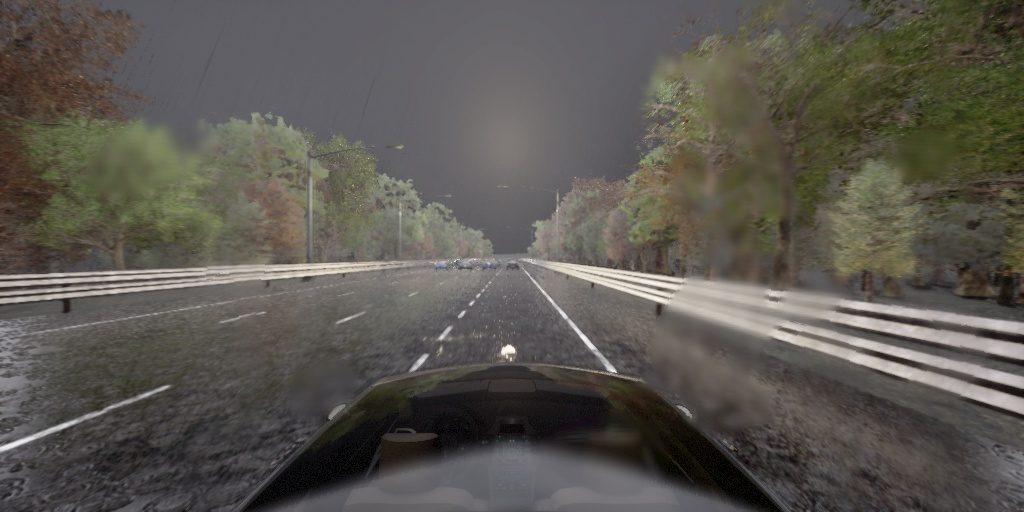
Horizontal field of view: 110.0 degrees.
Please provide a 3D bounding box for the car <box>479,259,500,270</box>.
[{"bbox_3d":[-3.384,1.219,55.037,2.097,1.767,4.553,0,0,0],"label":"car"}]

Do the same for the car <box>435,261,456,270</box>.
[{"bbox_3d":[-10.385,1.393,54.697,2.033,1.411,5.357,0,0,0],"label":"car"}]

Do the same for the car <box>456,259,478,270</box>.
[{"bbox_3d":[-6.884,1.421,55.173,1.994,1.385,4.181,0,0,0],"label":"car"}]

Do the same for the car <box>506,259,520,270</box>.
[{"bbox_3d":[0.115,1.354,54.676,1.882,1.535,5.008,0,0,0],"label":"car"}]
